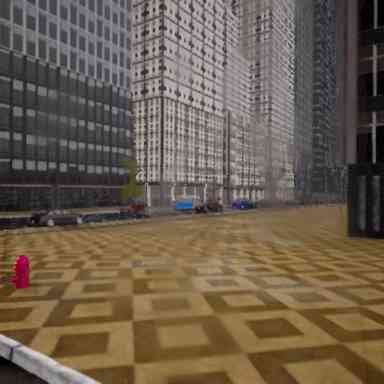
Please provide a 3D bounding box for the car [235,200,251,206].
[{"bbox_3d":[11.307,2.428,73.313,1.802,1.307,4.206,0,-1,35],"label":"car"}]

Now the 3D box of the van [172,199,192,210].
[{"bbox_3d":[-1.572,1.975,54.789,1.690,1.788,3.998,0,-1,35],"label":"van"}]

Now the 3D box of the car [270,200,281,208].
[{"bbox_3d":[14.966,2.452,63.896,1.802,1.307,4.206,0,-1,35],"label":"car"}]

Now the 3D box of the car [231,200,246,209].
[{"bbox_3d":[8.898,2.260,59.864,1.882,1.535,5.008,1,0,35],"label":"car"}]

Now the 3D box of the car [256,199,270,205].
[{"bbox_3d":[17.746,2.518,82.577,1.947,1.339,4.313,0,-1,35],"label":"car"}]

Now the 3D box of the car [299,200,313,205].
[{"bbox_3d":[27.850,2.647,82.428,1.947,1.339,4.313,0,-1,35],"label":"car"}]

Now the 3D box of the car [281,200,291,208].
[{"bbox_3d":[18.188,2.363,68.530,1.967,1.590,4.097,0,-1,35],"label":"car"}]

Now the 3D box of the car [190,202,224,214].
[{"bbox_3d":[2.083,2.223,45.364,1.947,1.339,4.313,0,-1,35],"label":"car"}]

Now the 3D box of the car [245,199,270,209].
[{"bbox_3d":[11.746,2.383,59.263,1.947,1.339,4.313,0,-1,35],"label":"car"}]

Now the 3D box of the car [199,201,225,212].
[{"bbox_3d":[3.174,2.213,51.560,1.812,1.442,4.674,1,0,35],"label":"car"}]

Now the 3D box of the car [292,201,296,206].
[{"bbox_3d":[21.408,2.542,73.161,1.947,1.339,4.313,0,-1,35],"label":"car"}]

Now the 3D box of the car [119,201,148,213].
[{"bbox_3d":[-8.012,1.967,45.524,1.967,1.590,4.097,0,-1,35],"label":"car"}]

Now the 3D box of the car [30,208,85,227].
[{"bbox_3d":[-10.692,1.993,26.760,2.008,1.369,4.403,0,-1,35],"label":"car"}]
